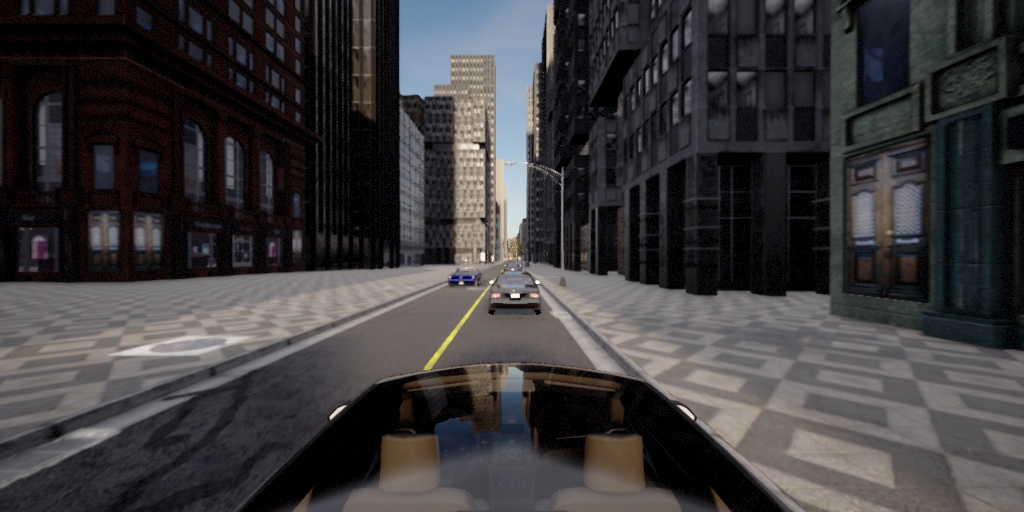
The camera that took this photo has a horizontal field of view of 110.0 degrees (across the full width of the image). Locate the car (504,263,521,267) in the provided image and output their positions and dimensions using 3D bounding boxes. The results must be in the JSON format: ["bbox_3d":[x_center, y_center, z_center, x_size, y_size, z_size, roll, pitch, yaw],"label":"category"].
[{"bbox_3d":[0.100,1.452,40.465,1.994,1.385,4.181,0,-1,0],"label":"car"}]

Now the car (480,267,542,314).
[{"bbox_3d":[0.099,1.301,13.787,2.033,1.411,5.357,0,0,0],"label":"car"}]

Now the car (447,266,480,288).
[{"bbox_3d":[-3.099,1.382,24.168,1.895,1.301,4.718,0,0,0],"label":"car"}]
